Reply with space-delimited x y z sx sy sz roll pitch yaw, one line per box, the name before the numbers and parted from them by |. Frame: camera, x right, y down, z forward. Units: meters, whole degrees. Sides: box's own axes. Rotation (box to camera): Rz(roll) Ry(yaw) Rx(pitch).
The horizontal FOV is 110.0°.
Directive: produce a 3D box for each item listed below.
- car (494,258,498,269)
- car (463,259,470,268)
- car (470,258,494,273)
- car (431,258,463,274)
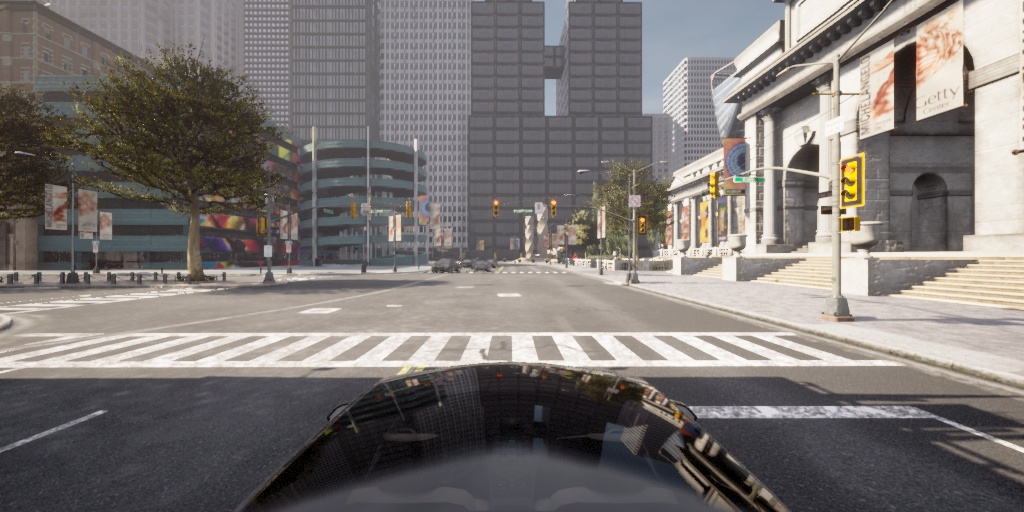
car | -3.573 1.297 58.003 2.033 1.411 5.357 0 0 0
car | -7.070 1.227 57.098 1.882 1.535 5.008 0 0 0
car | -3.579 1.256 43.202 1.837 1.490 4.892 0 -1 0
car | -7.748 1.100 41.918 2.097 1.767 4.553 0 0 8
